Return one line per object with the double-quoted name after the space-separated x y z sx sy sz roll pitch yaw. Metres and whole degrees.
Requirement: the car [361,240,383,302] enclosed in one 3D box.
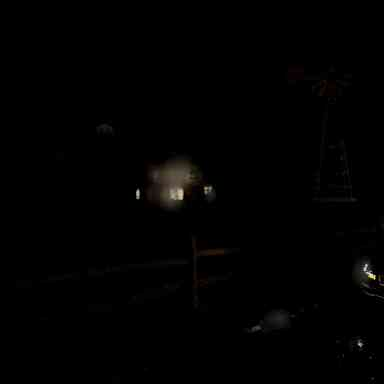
5.492 1.427 7.058 4.892 1.490 1.837 -1 0 -36 "car"
